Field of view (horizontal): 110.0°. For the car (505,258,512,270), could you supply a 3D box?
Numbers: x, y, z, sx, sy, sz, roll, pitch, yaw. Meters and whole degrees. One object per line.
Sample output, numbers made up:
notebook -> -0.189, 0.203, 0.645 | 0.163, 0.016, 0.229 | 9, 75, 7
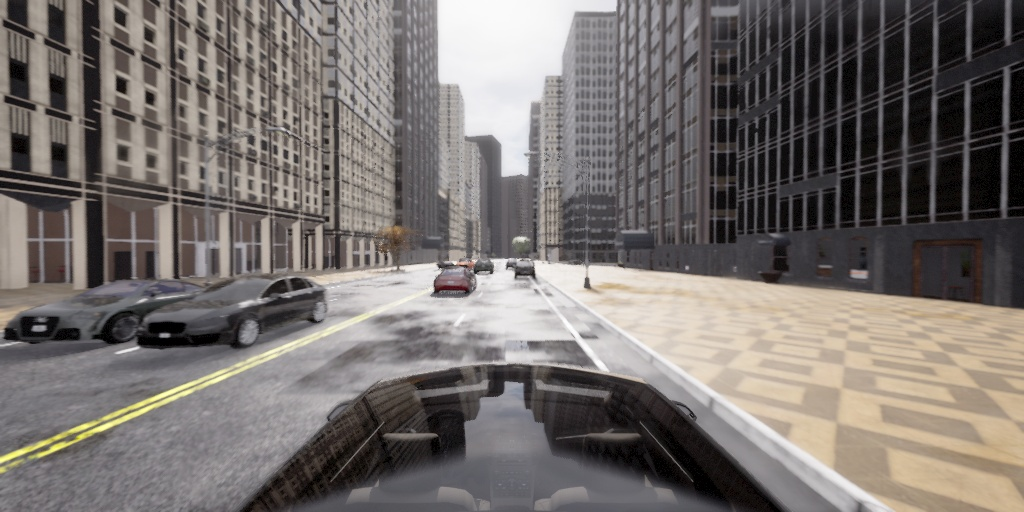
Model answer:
car -> 0.012, 1.257, 52.995 | 1.837, 1.490, 4.892 | 0, 0, 0

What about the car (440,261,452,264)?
car -> -9.784, 1.351, 53.303 | 1.895, 1.301, 4.718 | 0, 0, 1

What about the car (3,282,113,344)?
car -> -9.847, 1.314, 9.461 | 1.994, 1.385, 4.181 | 0, 0, 0

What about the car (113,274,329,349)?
car -> -6.597, 1.255, 9.239 | 1.837, 1.490, 4.892 | 0, 0, 0

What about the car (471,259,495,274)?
car -> -3.151, 1.102, 41.514 | 2.097, 1.767, 4.553 | 0, 0, 0

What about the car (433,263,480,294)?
car -> -3.150, 1.314, 20.399 | 1.994, 1.385, 4.181 | 0, 0, 0

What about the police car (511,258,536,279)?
police car -> 1.138, 1.175, 32.891 | 1.930, 1.638, 5.238 | 0, 0, 0

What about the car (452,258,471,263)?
car -> -6.558, 1.102, 49.808 | 2.097, 1.767, 4.553 | 0, 0, 0
